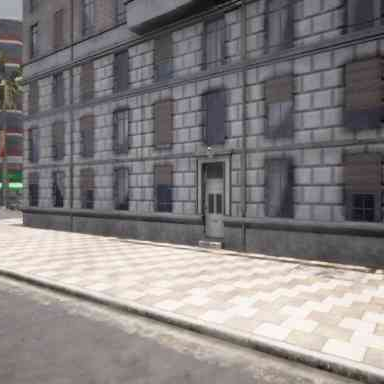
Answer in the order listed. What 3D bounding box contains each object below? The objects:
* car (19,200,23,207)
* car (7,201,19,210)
[{"bbox_3d":[-17.758,1.526,40.143,1.812,1.442,4.674,0,0,36],"label":"car"},{"bbox_3d":[-20.853,1.564,41.828,1.994,1.385,4.181,0,0,36],"label":"car"}]
